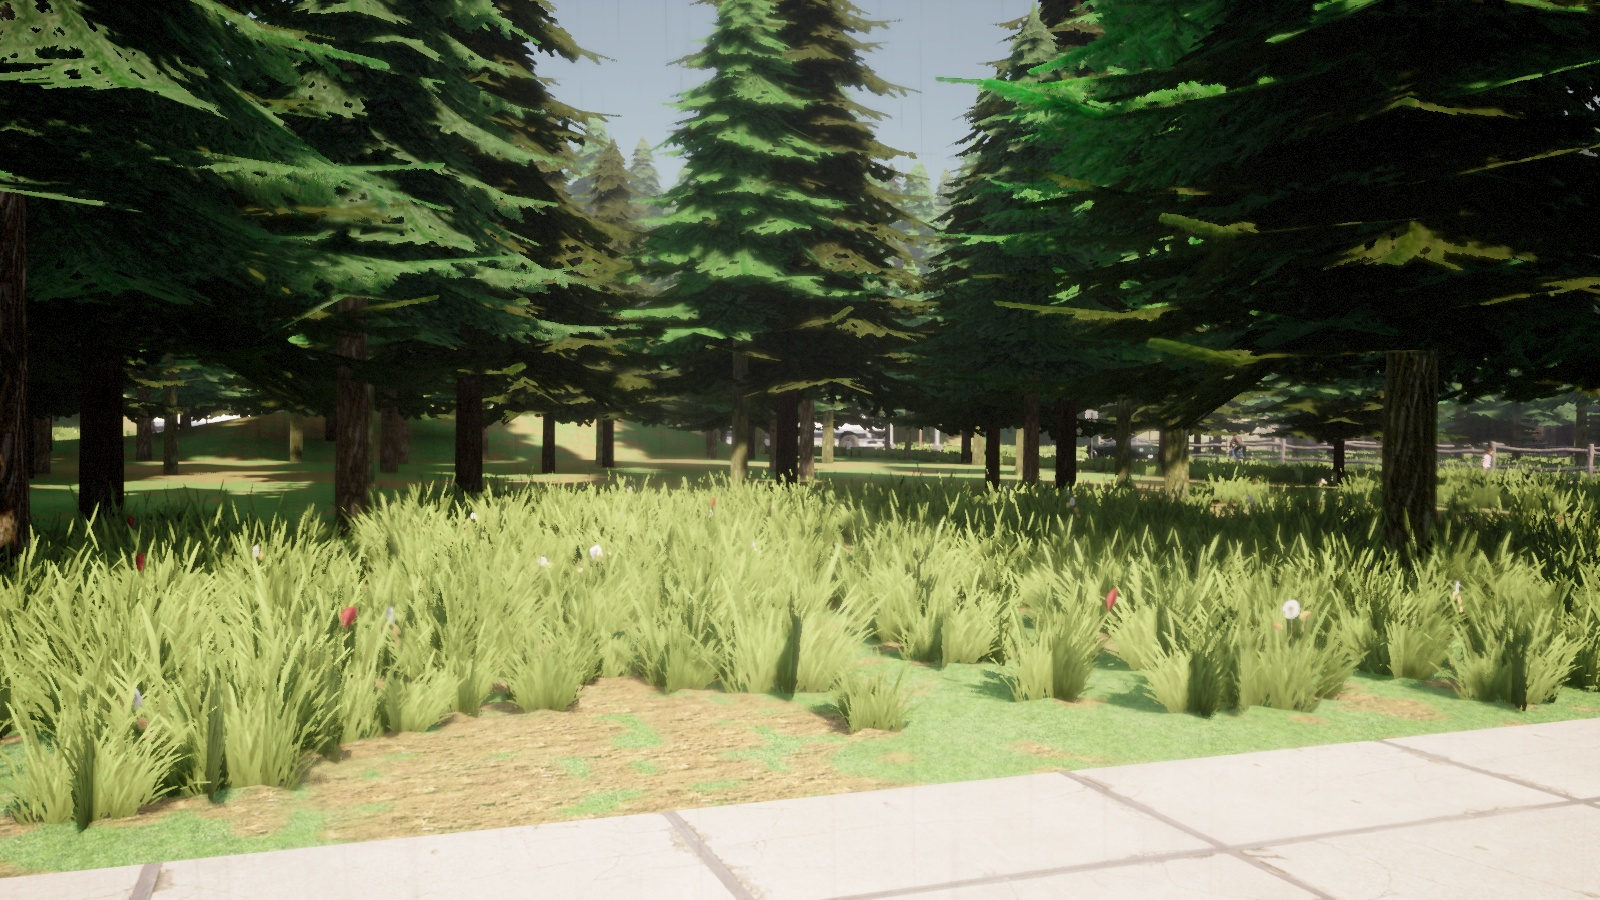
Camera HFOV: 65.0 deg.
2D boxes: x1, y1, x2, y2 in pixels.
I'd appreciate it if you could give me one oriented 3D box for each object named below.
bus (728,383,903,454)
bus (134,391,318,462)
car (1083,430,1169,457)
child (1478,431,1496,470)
[{"bbox_3d":[0.944,-1.902,79.103,10.273,4.253,3.944,0,1,26],"label":"bus"},{"bbox_3d":[-36.089,-1.502,79.105,10.273,4.253,3.944,-1,1,-27],"label":"bus"},{"bbox_3d":[16.733,-0.362,64.693,1.895,1.301,4.718,-1,1,-20],"label":"car"},{"bbox_3d":[19.479,0.013,35.607,0.255,1.110,0.394,-1,1,-29],"label":"child"}]
